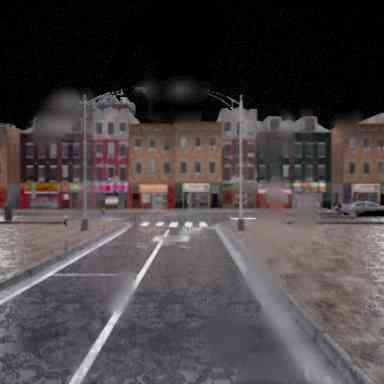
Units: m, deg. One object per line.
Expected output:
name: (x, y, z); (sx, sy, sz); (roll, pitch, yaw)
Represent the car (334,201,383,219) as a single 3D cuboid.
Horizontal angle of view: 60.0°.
car: (14.423, 1.495, 27.687); (4.902, 1.511, 2.128); (0, 1, 0)
